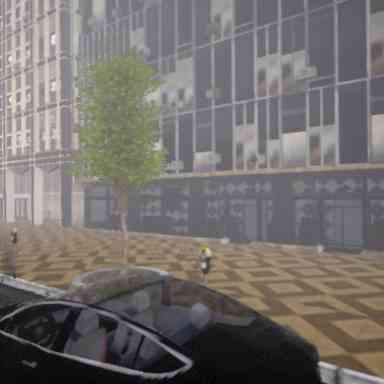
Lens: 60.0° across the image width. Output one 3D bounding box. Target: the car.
[{"bbox_3d":[-0.884,1.590,3.505,4.313,1.339,1.947,-1,-1,35],"label":"car"}]
